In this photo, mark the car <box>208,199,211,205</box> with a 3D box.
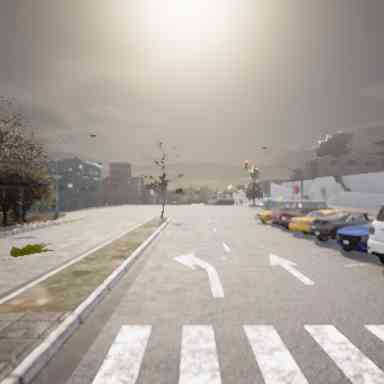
[{"bbox_3d":[7.861,2.851,89.247,5.366,1.575,1.946,2,-2,-20],"label":"car"}]

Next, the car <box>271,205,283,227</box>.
[{"bbox_3d":[8.087,1.789,22.156,4.792,1.488,2.163,1,-1,-20],"label":"car"}]

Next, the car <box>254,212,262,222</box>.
[{"bbox_3d":[7.886,1.837,28.041,5.366,1.575,1.946,1,-1,-20],"label":"car"}]

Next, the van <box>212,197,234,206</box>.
[{"bbox_3d":[7.932,2.294,80.350,4.442,1.987,1.878,2,-2,-20],"label":"van"}]

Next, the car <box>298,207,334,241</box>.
[{"bbox_3d":[8.057,1.678,16.180,4.892,1.521,2.231,1,-1,-20],"label":"car"}]

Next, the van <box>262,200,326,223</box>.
[{"bbox_3d":[7.954,1.573,25.086,4.442,1.987,1.878,1,-1,-20],"label":"van"}]

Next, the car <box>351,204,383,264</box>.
[{"bbox_3d":[8.095,1.350,10.233,5.566,2.045,2.435,1,-1,-20],"label":"car"}]

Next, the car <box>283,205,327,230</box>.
[{"bbox_3d":[8.236,1.717,19.227,5.366,1.575,1.946,1,-1,-20],"label":"car"}]

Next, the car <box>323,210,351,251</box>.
[{"bbox_3d":[8.070,1.637,13.194,5.008,1.535,2.097,1,-1,-20],"label":"car"}]
